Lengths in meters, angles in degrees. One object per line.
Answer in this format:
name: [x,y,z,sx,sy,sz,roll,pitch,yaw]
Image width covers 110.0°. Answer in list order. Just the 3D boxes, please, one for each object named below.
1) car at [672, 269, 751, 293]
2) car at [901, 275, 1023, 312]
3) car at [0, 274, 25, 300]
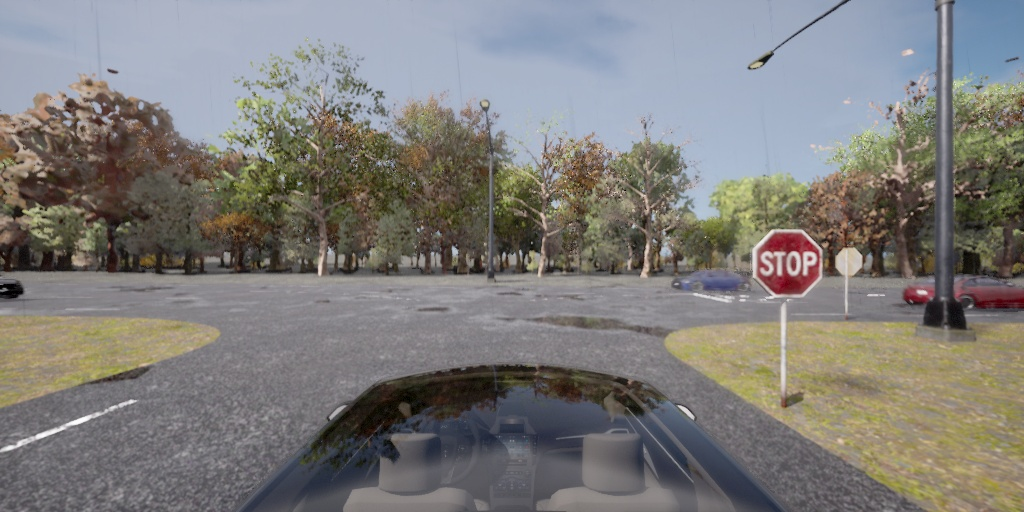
car: [11.930,1.511,21.611,4.181,1.385,1.994,0,0,0]
car: [18.671,1.462,14.553,4.181,1.385,1.994,0,0,1]
car: [-23.604,1.165,15.021,4.892,1.490,1.837,0,0,1]
